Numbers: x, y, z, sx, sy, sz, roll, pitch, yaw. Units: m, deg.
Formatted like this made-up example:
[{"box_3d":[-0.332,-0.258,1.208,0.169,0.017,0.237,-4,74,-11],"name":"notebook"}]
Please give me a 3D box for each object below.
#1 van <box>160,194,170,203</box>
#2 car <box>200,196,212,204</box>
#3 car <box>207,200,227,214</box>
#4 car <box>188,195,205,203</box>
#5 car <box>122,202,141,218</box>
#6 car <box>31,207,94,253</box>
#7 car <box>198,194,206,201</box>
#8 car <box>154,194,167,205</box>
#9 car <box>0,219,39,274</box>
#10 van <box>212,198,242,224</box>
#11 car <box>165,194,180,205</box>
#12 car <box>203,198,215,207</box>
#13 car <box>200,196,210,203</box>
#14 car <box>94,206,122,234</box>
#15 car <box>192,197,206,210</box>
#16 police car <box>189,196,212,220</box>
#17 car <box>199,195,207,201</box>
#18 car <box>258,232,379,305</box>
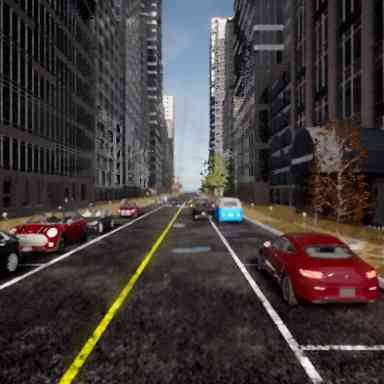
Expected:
[{"box_3d":[-5.702,1.354,70.445,1.690,1.788,3.998,0,0,0],"name":"van"},{"box_3d":[2.679,1.568,64.750,2.008,1.369,4.403,0,0,0],"name":"car"},{"box_3d":[2.684,1.598,36.288,1.802,1.307,4.206,0,0,0],"name":"car"},{"box_3d":[0.844,1.368,37.884,2.097,1.767,4.553,0,0,-1],"name":"car"},{"box_3d":[-5.696,1.597,30.597,1.802,1.307,4.206,0,0,0],"name":"car"},{"box_3d":[-5.693,1.451,13.520,1.967,1.590,4.097,0,0,0],"name":"car"},{"box_3d":[2.675,1.431,87.520,1.967,1.590,4.097,0,0,0],"name":"car"},{"box_3d":[-5.701,1.571,59.060,2.008,1.369,4.403,0,0,0],"name":"car"},{"box_3d":[-5.692,1.559,7.827,2.008,1.369,4.403,0,0,0],"name":"car"},{"box_3d":[2.686,1.354,24.904,1.690,1.788,3.998,0,0,0],"name":"van"},{"box_3d":[-3.068,1.525,57.768,1.837,1.490,4.892,0,0,1],"name":"car"},{"box_3d":[2.681,1.602,53.365,1.802,1.307,4.206,0,0,0],"name":"car"},{"box_3d":[2.678,1.564,70.443,2.008,1.369,4.403,0,0,0],"name":"car"},{"box_3d":[-5.694,1.563,19.212,2.008,1.369,4.403,0,0,0],"name":"car"},{"box_3d":[0.892,1.473,44.112,1.801,1.575,5.366,0,0,0],"name":"car"},{"box_3d":[0.895,1.439,28.032,1.930,1.638,5.238,0,0,0],"name":"police car"},{"box_3d":[2.676,1.439,81.828,1.967,1.590,4.097,0,0,0],"name":"car"},{"box_3d":[2.689,1.590,7.827,1.802,1.307,4.206,0,0,0],"name":"car"}]
